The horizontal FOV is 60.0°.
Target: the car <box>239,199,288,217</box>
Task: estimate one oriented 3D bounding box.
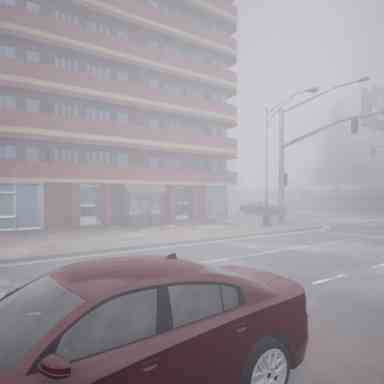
[{"bbox_3d":[6.844,1.601,32.043,1.895,1.301,4.718,0,0,-36],"label":"car"}]

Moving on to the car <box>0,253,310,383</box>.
[{"bbox_3d":[-0.905,1.478,3.346,5.008,1.535,1.882,0,0,-36],"label":"car"}]
